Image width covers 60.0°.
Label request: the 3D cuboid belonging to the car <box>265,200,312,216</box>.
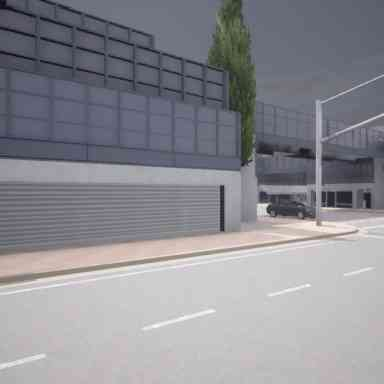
[{"bbox_3d":[9.673,1.564,33.468,1.994,1.385,4.181,0,0,-37],"label":"car"}]

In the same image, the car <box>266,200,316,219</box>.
[{"bbox_3d":[8.705,1.505,28.915,1.837,1.490,4.892,0,0,-37],"label":"car"}]
